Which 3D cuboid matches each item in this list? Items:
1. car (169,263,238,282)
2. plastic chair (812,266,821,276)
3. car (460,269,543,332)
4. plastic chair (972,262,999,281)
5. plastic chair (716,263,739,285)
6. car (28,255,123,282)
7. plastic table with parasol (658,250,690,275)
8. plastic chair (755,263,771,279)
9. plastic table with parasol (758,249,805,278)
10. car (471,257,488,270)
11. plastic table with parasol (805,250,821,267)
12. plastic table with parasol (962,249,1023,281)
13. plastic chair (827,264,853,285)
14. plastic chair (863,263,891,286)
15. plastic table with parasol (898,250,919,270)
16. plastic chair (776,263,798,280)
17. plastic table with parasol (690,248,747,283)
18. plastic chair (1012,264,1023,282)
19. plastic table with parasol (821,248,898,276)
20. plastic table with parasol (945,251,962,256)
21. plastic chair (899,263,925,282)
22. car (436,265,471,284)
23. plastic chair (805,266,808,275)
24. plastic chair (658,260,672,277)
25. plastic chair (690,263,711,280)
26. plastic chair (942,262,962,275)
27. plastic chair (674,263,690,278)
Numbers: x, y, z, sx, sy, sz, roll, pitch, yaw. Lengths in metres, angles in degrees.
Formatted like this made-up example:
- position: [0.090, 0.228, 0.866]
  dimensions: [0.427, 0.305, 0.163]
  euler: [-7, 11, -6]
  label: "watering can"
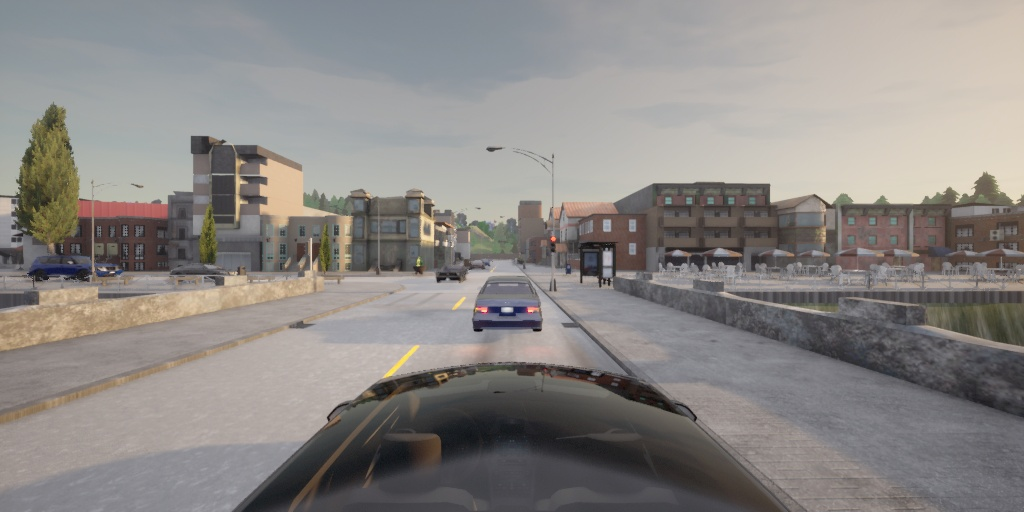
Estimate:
- position: [-24.344, 1.276, 28.442]
  dimensions: [4.674, 1.442, 1.812]
  euler: [0, 0, -1]
  label: "car"
- position: [29.358, 1.279, 33.932]
  dimensions: [0.750, 1.272, 0.730]
  euler: [0, 0, -1]
  label: "plastic chair"
- position: [-0.119, 1.297, 10.834]
  dimensions: [2.033, 1.411, 5.357]
  euler: [0, 0, 0]
  label: "car"
- position: [36.224, 1.279, 27.438]
  dimensions: [0.730, 1.272, 0.750]
  euler: [0, 0, -1]
  label: "plastic chair"
- position: [14.609, 1.279, 24.297]
  dimensions: [0.750, 1.272, 0.730]
  euler: [0, 0, -1]
  label: "plastic chair"
- position: [-34.298, 0.973, 28.266]
  dimensions: [5.566, 2.045, 2.150]
  euler: [0, 0, -1]
  label: "car"
- position: [15.385, 0.675, 33.391]
  dimensions: [2.482, 2.480, 2.482]
  euler: [0, 0, -1]
  label: "plastic table with parasol"
- position: [21.211, 1.279, 30.503]
  dimensions: [0.730, 1.272, 0.750]
  euler: [0, 0, -1]
  label: "plastic chair"
- position: [22.412, 0.675, 30.472]
  dimensions: [2.482, 2.480, 2.482]
  euler: [0, 0, -1]
  label: "plastic table with parasol"
- position: [-4.938, 1.276, 52.455]
  dimensions: [1.812, 1.442, 4.674]
  euler: [0, 0, 1]
  label: "car"
- position: [29.666, 0.675, 35.307]
  dimensions: [2.482, 2.480, 2.482]
  euler: [0, 0, -1]
  label: "plastic table with parasol"
- position: [37.353, 0.675, 27.368]
  dimensions: [2.482, 2.480, 2.482]
  euler: [0, 0, -1]
  label: "plastic table with parasol"
- position: [22.209, 1.279, 24.318]
  dimensions: [0.730, 1.272, 0.750]
  euler: [0, 0, -1]
  label: "plastic chair"
- position: [23.331, 1.279, 22.935]
  dimensions: [0.750, 1.272, 0.730]
  euler: [0, 0, -1]
  label: "plastic chair"
- position: [30.058, 0.675, 28.222]
  dimensions: [2.482, 2.480, 2.482]
  euler: [0, 0, -1]
  label: "plastic table with parasol"
- position: [22.333, 1.279, 29.120]
  dimensions: [0.750, 1.272, 0.730]
  euler: [0, 0, -1]
  label: "plastic chair"
- position: [14.759, 0.675, 25.560]
  dimensions: [2.482, 2.480, 2.482]
  euler: [0, 0, -1]
  label: "plastic table with parasol"
- position: [37.384, 1.279, 26.058]
  dimensions: [0.750, 1.272, 0.730]
  euler: [0, 0, -1]
  label: "plastic chair"
- position: [23.410, 0.675, 24.287]
  dimensions: [2.482, 2.480, 2.482]
  euler: [0, 0, -1]
  label: "plastic table with parasol"
- position: [46.118, 0.675, 36.578]
  dimensions: [2.482, 2.480, 2.482]
  euler: [0, 0, -1]
  label: "plastic table with parasol"
- position: [30.069, 1.279, 26.942]
  dimensions: [0.750, 1.272, 0.730]
  euler: [0, 0, -1]
  label: "plastic chair"
- position: [-4.543, 1.351, 27.449]
  dimensions: [1.895, 1.301, 4.718]
  euler: [0, 0, -1]
  label: "car"
- position: [28.236, 1.279, 35.315]
  dimensions: [0.730, 1.272, 0.750]
  euler: [0, 0, -1]
  label: "plastic chair"
- position: [14.163, 1.279, 33.491]
  dimensions: [0.730, 1.272, 0.750]
  euler: [0, 0, -1]
  label: "plastic chair"
- position: [13.487, 1.279, 25.680]
  dimensions: [0.730, 1.272, 0.750]
  euler: [0, 0, -1]
  label: "plastic chair"
- position: [44.916, 1.279, 36.679]
  dimensions: [0.730, 1.272, 0.750]
  euler: [0, 0, -1]
  label: "plastic chair"
- position: [15.285, 1.279, 32.109]
  dimensions: [0.750, 1.272, 0.730]
  euler: [0, 0, -1]
  label: "plastic chair"
